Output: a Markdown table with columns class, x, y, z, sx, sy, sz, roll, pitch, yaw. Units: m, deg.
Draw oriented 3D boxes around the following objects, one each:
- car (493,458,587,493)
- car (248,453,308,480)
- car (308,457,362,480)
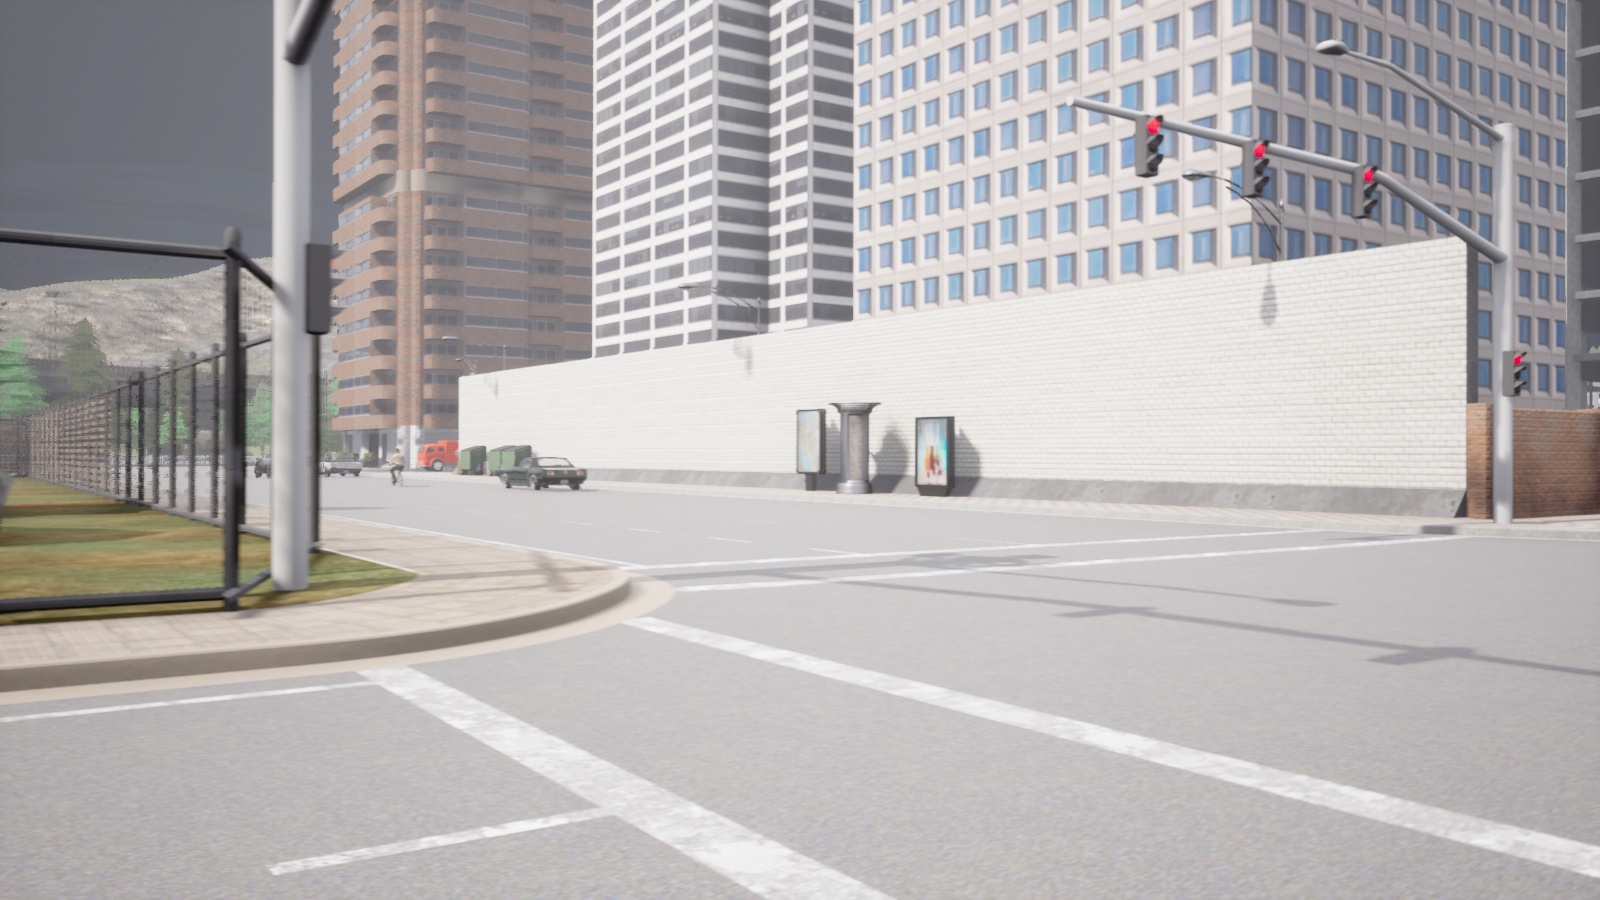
| class | x | y | z | sx | sy | sz | roll | pitch | yaw |
| --- | --- | --- | --- | --- | --- | --- | --- | --- | --- |
| car | -10.253 | 0.957 | 49.298 | 1.895 | 1.301 | 4.718 | 0 | 0 | -35 |
| car | -29.555 | 0.905 | 71.041 | 2.128 | 1.511 | 4.902 | 0 | 0 | -35 |
| car | -27.500 | 1.057 | 74.222 | 1.895 | 1.301 | 4.718 | 0 | 0 | -35 |
